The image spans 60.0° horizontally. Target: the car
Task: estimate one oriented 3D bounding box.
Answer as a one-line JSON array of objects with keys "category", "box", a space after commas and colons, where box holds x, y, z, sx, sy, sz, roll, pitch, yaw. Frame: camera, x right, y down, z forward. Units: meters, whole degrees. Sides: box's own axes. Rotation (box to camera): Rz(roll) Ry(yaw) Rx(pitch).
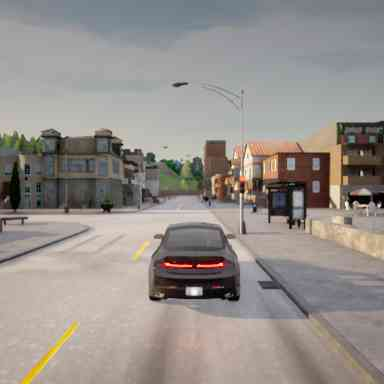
[{"category": "car", "box": [0.062, 1.503, 8.294, 1.837, 1.490, 4.892, 0, 0, 1]}]
